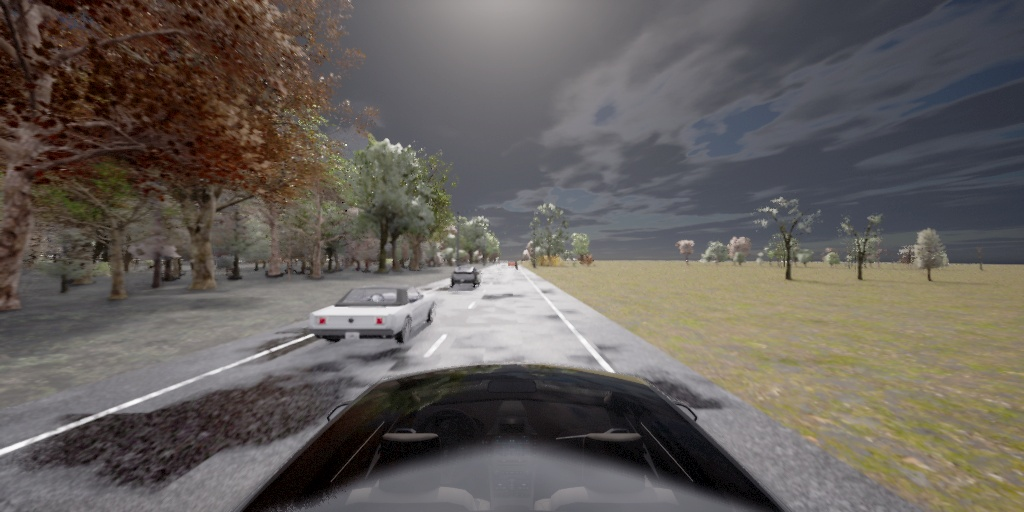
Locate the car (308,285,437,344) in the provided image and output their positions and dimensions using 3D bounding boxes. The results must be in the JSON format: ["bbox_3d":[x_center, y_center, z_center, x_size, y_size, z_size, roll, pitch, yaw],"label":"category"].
[{"bbox_3d":[-3.406,1.441,9.888,1.895,1.301,4.718,0,-1,0],"label":"car"}]

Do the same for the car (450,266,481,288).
[{"bbox_3d":[-3.416,1.522,27.047,2.128,1.511,4.902,0,-1,0],"label":"car"}]
